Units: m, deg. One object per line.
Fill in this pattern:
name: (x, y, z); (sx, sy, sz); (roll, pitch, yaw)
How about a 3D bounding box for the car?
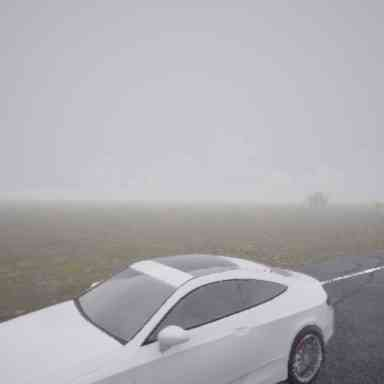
car: (-0.225, 1.537, 3.825); (4.674, 1.442, 1.812); (0, 0, -35)
